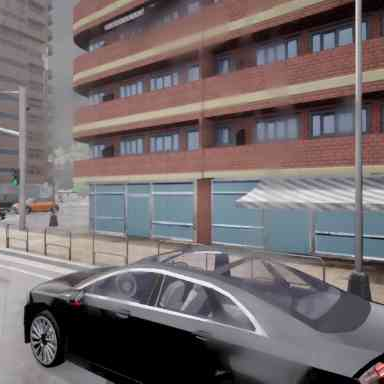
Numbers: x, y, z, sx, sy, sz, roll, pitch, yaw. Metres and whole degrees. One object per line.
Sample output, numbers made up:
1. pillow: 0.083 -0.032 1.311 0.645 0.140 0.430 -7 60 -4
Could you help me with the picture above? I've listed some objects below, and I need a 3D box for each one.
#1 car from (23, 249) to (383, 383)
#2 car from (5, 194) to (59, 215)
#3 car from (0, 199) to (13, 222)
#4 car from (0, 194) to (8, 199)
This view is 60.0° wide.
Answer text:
1. car: -0.172 1.491 4.112 4.902 1.511 2.128 0 0 35
2. car: -16.249 1.352 34.471 2.097 1.767 4.553 0 0 36
3. car: -15.604 1.477 23.071 1.882 1.535 5.008 0 0 36
4. car: -20.174 1.221 35.029 2.150 2.045 5.566 0 0 35
